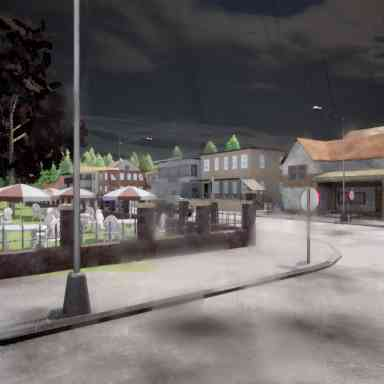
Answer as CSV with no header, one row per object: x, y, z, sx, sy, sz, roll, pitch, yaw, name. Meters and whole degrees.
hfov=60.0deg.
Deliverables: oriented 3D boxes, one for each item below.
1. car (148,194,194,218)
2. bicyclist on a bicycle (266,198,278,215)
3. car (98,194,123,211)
-2.089,1.221,30.477,2.150,2.045,5.566,0,0,-35,car
7.542,1.349,31.424,1.656,1.620,0.582,0,0,-35,bicyclist on a bicycle
-9.953,1.222,41.561,2.150,2.045,5.566,0,0,-35,car
